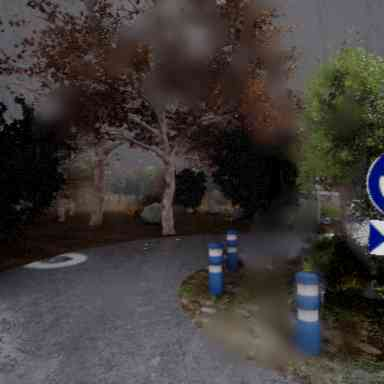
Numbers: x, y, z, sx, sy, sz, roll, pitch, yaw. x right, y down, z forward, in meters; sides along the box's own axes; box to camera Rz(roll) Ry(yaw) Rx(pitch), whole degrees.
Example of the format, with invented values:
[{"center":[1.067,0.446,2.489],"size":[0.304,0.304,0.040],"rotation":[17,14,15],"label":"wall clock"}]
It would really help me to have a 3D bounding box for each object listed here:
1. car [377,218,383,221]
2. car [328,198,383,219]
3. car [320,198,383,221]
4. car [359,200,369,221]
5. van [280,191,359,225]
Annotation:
[{"center":[12.385,1.073,19.029],"size":[2.150,2.045,5.566],"rotation":[2,1,43],"label":"car"},{"center":[15.145,1.389,29.522],"size":[5.366,1.575,1.946],"rotation":[2,1,43],"label":"car"},{"center":[13.354,1.379,27.374],"size":[4.792,1.488,2.163],"rotation":[2,0,43],"label":"car"},{"center":[11.386,1.330,25.227],"size":[4.674,1.452,2.002],"rotation":[2,0,43],"label":"car"},{"center":[7.768,0.944,21.148],"size":[4.442,1.987,1.878],"rotation":[3,1,43],"label":"van"}]
